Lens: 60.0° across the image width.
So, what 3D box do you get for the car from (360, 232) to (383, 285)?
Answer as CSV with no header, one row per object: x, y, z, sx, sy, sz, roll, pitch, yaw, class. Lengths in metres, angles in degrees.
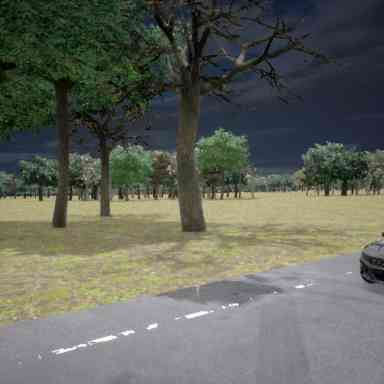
6.224,1.462,8.461,5.008,1.535,1.882,0,0,-36,car
